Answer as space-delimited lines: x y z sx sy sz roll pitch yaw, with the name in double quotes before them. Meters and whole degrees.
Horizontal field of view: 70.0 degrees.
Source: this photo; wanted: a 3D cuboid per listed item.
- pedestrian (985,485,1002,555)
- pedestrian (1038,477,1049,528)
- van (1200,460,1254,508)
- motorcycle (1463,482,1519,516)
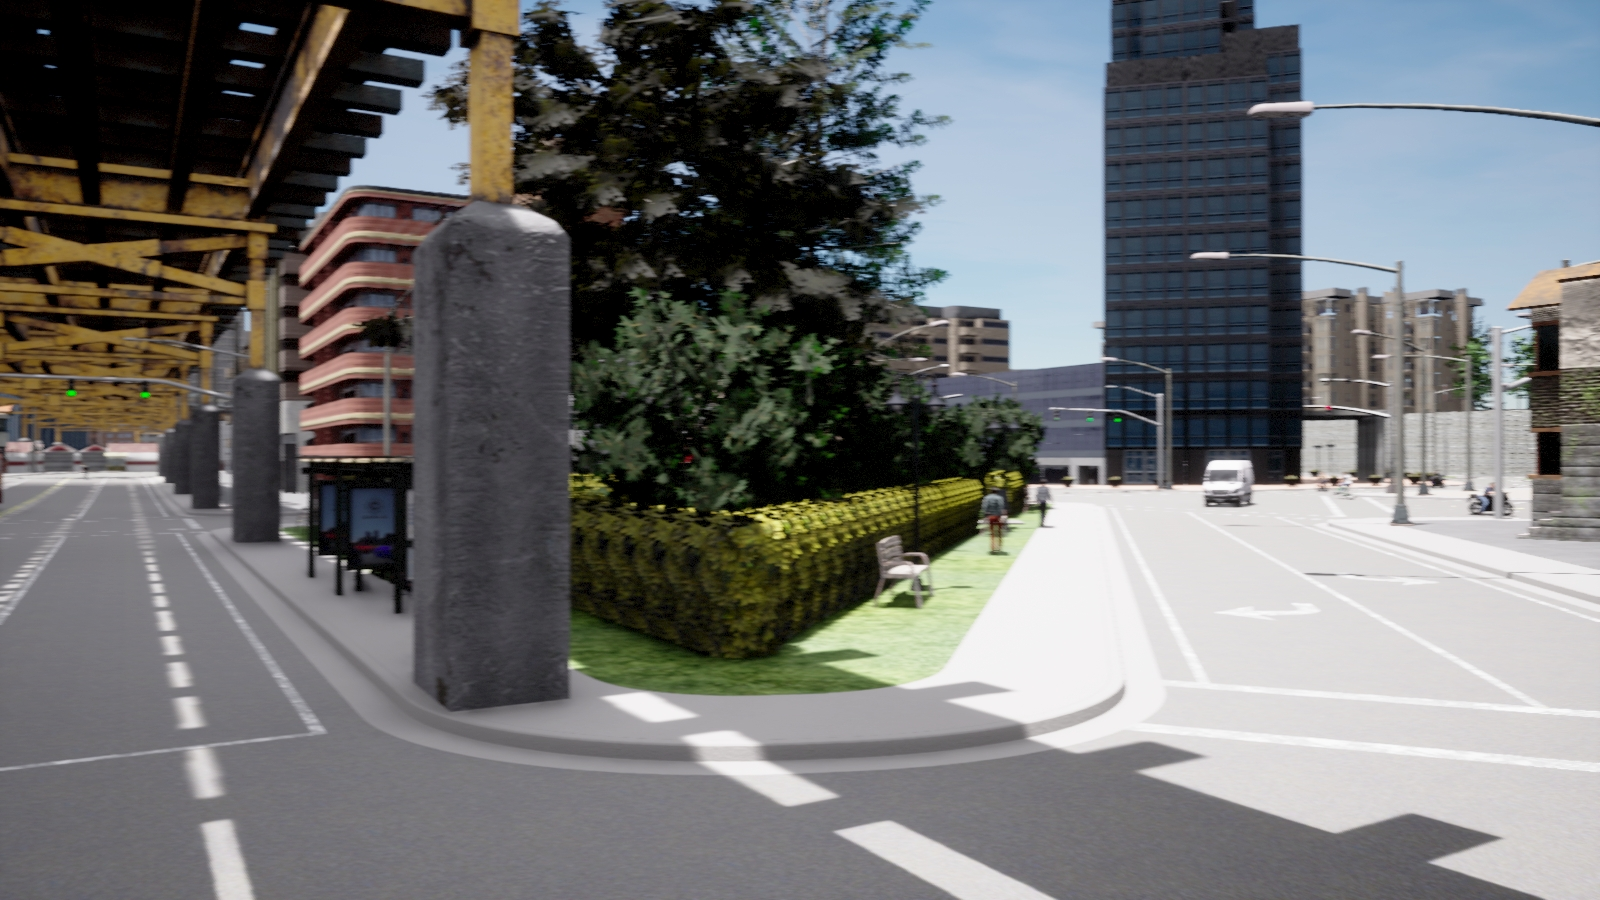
"pedestrian" 5.200 1.883 30.750 0.375 1.860 0.375 0 0 21
"pedestrian" 9.054 1.947 42.533 0.375 1.860 0.375 0 0 17
"van" 24.055 1.879 64.199 1.988 2.561 5.915 -1 -1 29
"motorcycle" 31.523 2.232 52.134 0.803 1.505 2.033 0 -1 -31
